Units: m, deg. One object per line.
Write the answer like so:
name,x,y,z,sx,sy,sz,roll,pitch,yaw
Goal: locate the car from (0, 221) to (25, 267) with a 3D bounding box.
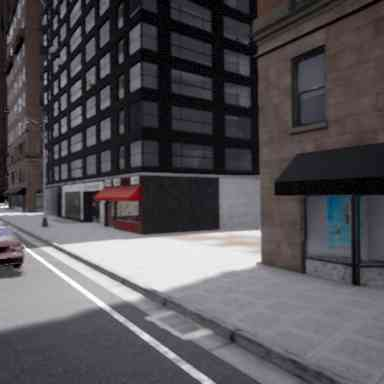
car,-6.896,1.668,11.076,2.033,1.411,5.357,0,0,-35
